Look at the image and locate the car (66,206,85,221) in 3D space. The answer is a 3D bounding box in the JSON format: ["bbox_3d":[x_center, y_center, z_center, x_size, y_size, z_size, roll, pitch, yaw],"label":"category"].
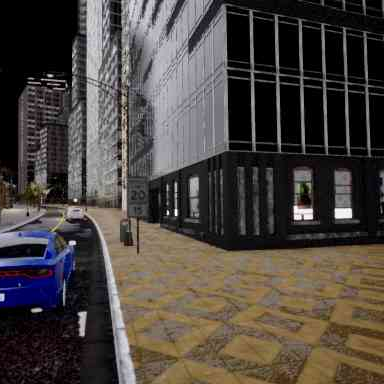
[{"bbox_3d":[-13.136,2.514,37.371,1.812,1.442,4.674,0,-2,-19],"label":"car"}]

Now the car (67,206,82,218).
[{"bbox_3d":[-16.619,2.728,46.937,1.882,1.535,5.008,0,-2,-21],"label":"car"}]

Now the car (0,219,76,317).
[{"bbox_3d":[-3.865,1.647,7.830,1.882,1.535,5.008,0,-2,-16],"label":"car"}]
